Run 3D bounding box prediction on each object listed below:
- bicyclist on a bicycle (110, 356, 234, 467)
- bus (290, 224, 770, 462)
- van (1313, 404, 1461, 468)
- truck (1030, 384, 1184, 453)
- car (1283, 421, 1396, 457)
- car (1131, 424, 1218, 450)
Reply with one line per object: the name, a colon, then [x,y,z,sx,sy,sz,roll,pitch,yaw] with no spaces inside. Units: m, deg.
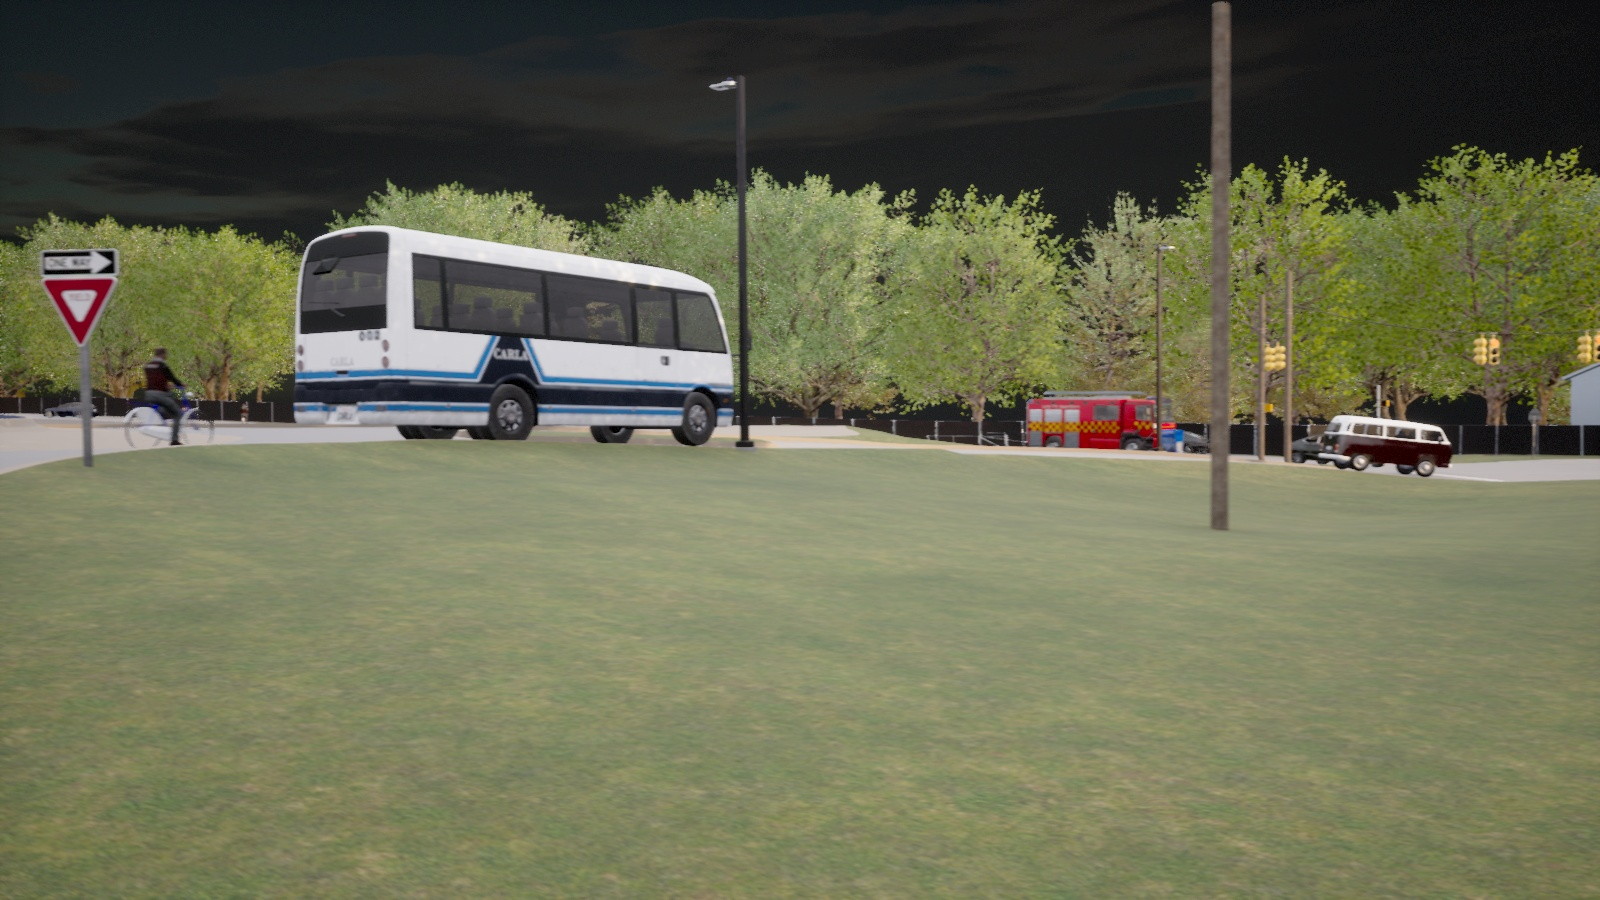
bicyclist on a bicycle: [-10.581,-0.656,21.238,0.659,1.776,1.843,-2,1,20]
bus: [-5.371,-2.019,27.699,3.944,4.253,10.273,0,1,36]
van: [22.074,-0.540,47.362,4.480,2.038,2.069,4,2,0]
truck: [18.197,-1.893,74.771,8.468,3.827,2.891,1,3,37]
car: [27.384,-0.609,63.926,2.152,1.651,5.027,-3,3,-28]
car: [22.540,-0.833,75.713,4.674,1.442,1.812,1,4,43]
